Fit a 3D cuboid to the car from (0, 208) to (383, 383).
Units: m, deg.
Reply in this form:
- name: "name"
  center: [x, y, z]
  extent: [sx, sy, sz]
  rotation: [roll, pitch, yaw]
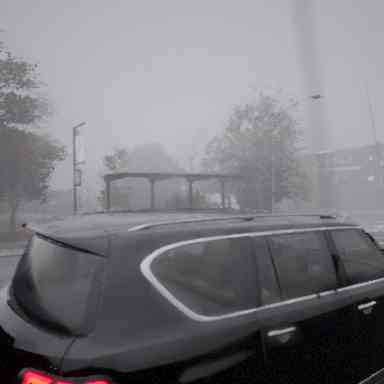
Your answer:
- name: "car"
  center: [0.862, 1.211, 3.739]
  extent: [5.566, 2.045, 2.150]
  rotation: [1, 0, -36]
